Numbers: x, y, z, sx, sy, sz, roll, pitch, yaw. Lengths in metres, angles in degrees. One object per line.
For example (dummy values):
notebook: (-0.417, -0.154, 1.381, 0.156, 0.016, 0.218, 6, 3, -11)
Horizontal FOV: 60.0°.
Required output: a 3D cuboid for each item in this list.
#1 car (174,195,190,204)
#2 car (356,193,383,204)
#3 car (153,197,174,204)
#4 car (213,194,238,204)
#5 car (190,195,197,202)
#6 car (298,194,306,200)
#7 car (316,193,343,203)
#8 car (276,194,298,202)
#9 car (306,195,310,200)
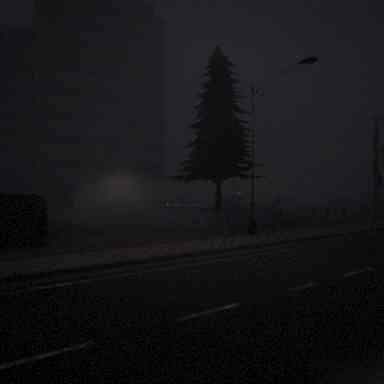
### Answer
car: (-2.969, 1.619, 63.991, 1.895, 1.301, 4.718, 0, 0, -35)
car: (41.404, 1.194, 76.964, 1.932, 1.855, 4.605, 0, 0, -36)
car: (-5.712, 1.582, 61.808, 1.994, 1.385, 4.181, 0, 0, -35)
car: (5.983, 1.549, 63.592, 1.812, 1.442, 4.674, 0, -1, -35)
car: (-0.781, 1.349, 72.955, 1.837, 1.490, 4.892, 0, 0, -36)
car: (25.988, 1.401, 84.412, 1.784, 1.438, 3.905, 0, 0, -36)
car: (27.694, 1.428, 67.086, 1.970, 1.475, 3.806, 0, 0, -36)
car: (23.629, 1.431, 82.733, 1.970, 1.475, 3.806, 0, 0, -36)
car: (28.144, 1.192, 86.010, 1.932, 1.855, 4.605, 0, 0, -36)
